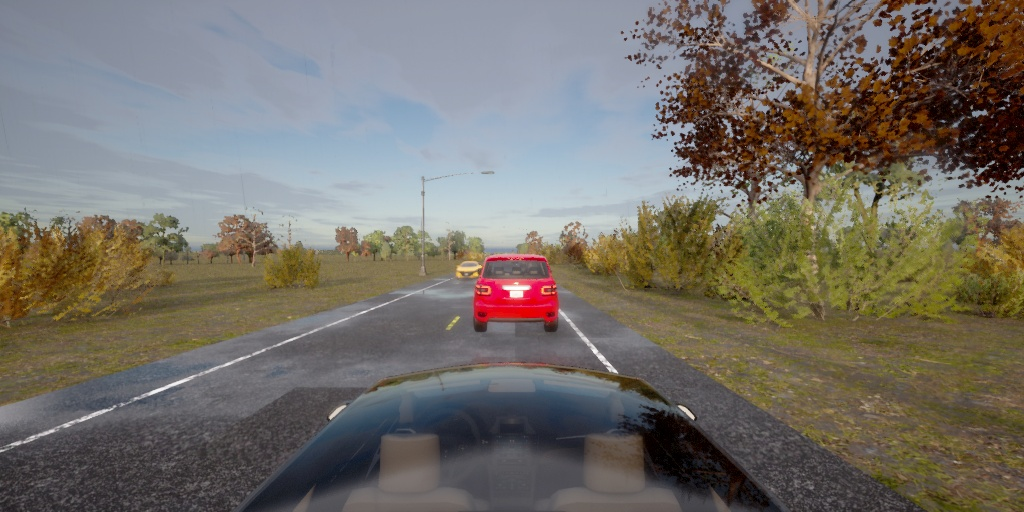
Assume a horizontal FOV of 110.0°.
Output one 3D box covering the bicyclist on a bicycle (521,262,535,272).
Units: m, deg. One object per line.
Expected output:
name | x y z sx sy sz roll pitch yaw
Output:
bicyclist on a bicycle | 0.945 1.114 18.658 0.659 1.776 1.843 0 0 0

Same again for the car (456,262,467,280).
car | -3.675 1.218 31.449 1.882 1.535 5.008 0 0 0

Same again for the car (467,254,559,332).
car | 0.093 0.968 10.952 2.150 2.045 5.566 0 0 0
